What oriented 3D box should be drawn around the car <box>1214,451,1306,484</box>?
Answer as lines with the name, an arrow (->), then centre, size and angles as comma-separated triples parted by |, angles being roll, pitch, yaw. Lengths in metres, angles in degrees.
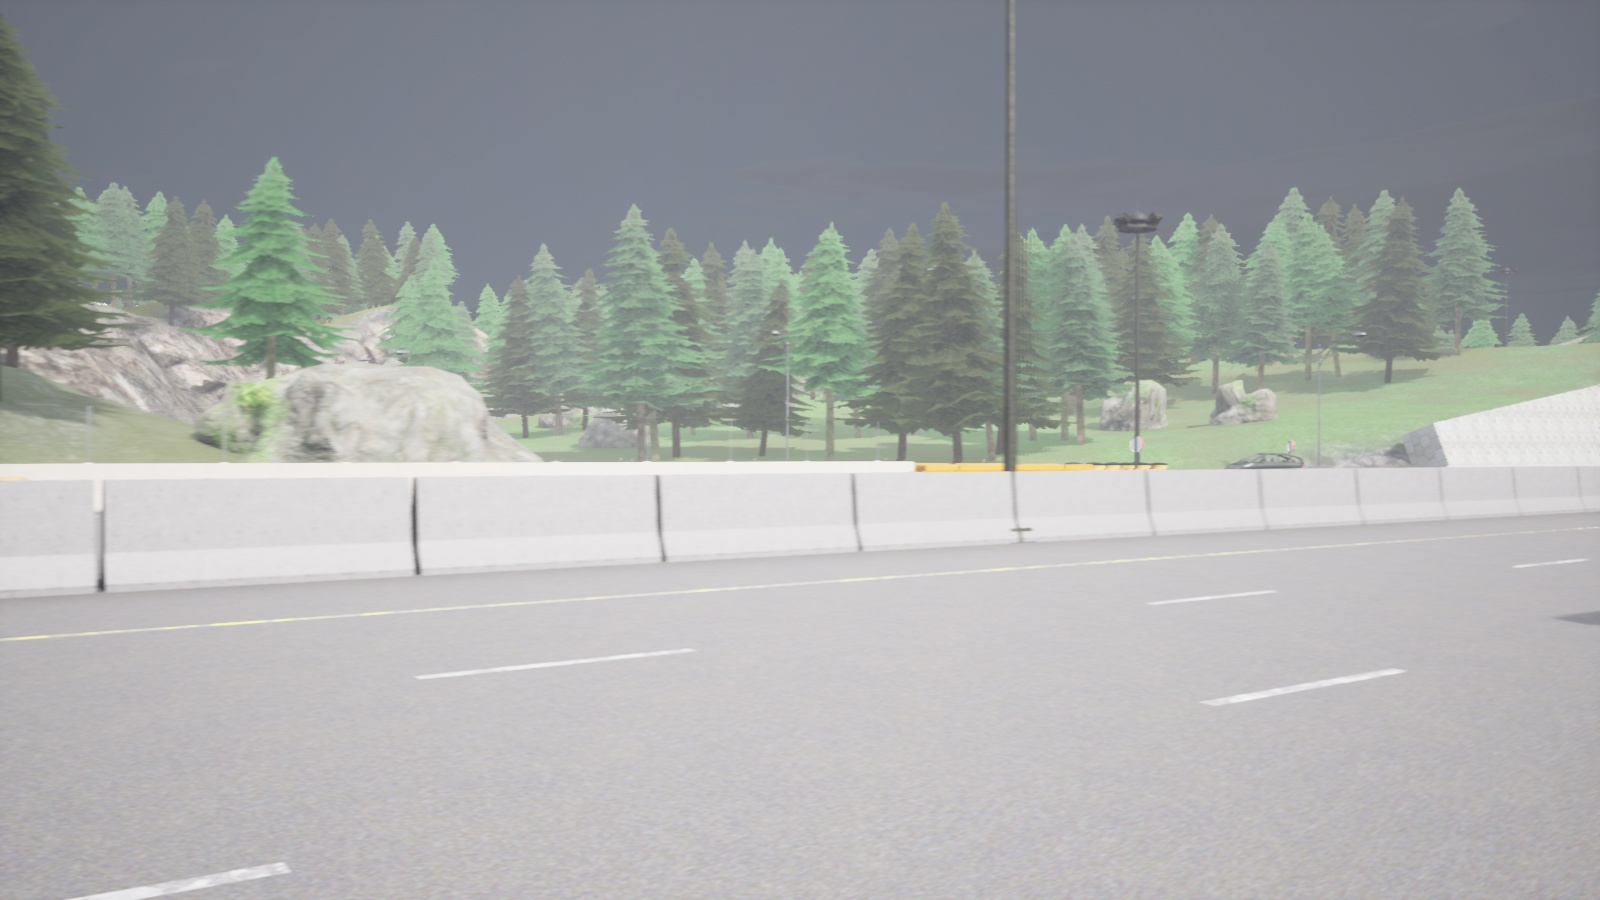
car -> 22.020, 0.820, 60.159 | 3.705, 1.549, 1.789 | 0, 0, -9

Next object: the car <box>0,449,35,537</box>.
car -> -16.588, 0.773, 21.964 | 5.366, 1.575, 1.801 | 0, 0, -35
